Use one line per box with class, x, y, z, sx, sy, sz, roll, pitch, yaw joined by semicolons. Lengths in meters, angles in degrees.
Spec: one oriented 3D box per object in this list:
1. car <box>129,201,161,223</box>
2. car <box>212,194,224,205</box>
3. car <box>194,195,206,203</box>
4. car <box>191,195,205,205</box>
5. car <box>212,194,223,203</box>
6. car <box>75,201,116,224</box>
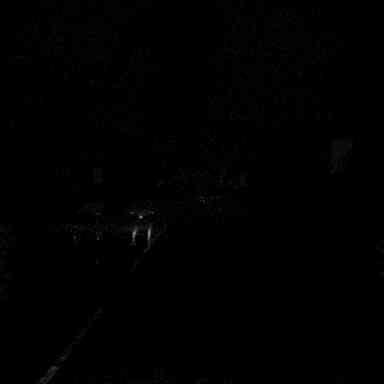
car;-3.468;1.453;25.252;2.128;1.511;4.902;0;0;1
car;4.421;1.458;56.740;2.033;1.411;5.357;0;0;3
car;1.592;1.378;67.227;2.128;1.511;4.902;0;0;4
car;0.926;1.512;56.922;1.895;1.301;4.718;0;0;3
car;5.110;1.233;67.333;2.097;1.767;4.553;0;0;4
car;-6.980;1.439;24.486;1.882;1.535;5.008;0;0;1
